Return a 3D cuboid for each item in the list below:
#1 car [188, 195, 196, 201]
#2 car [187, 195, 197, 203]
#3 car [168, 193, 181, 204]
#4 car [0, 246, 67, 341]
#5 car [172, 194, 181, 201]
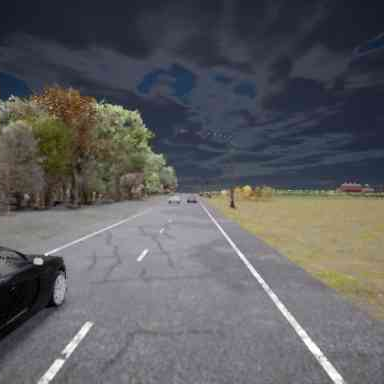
[{"bbox_3d":[-0.027,1.345,76.044,1.837,1.490,4.892,0,0,0],"label":"car"},{"bbox_3d":[-0.022,1.539,66.004,1.994,1.385,4.181,0,0,0],"label":"car"},{"bbox_3d":[-3.522,1.201,65.649,2.150,2.045,5.566,0,0,0],"label":"car"},{"bbox_3d":[-3.499,1.480,4.891,1.882,1.535,5.008,0,0,0],"label":"car"},{"bbox_3d":[-3.526,1.323,76.044,1.882,1.535,5.008,0,0,0],"label":"car"}]
